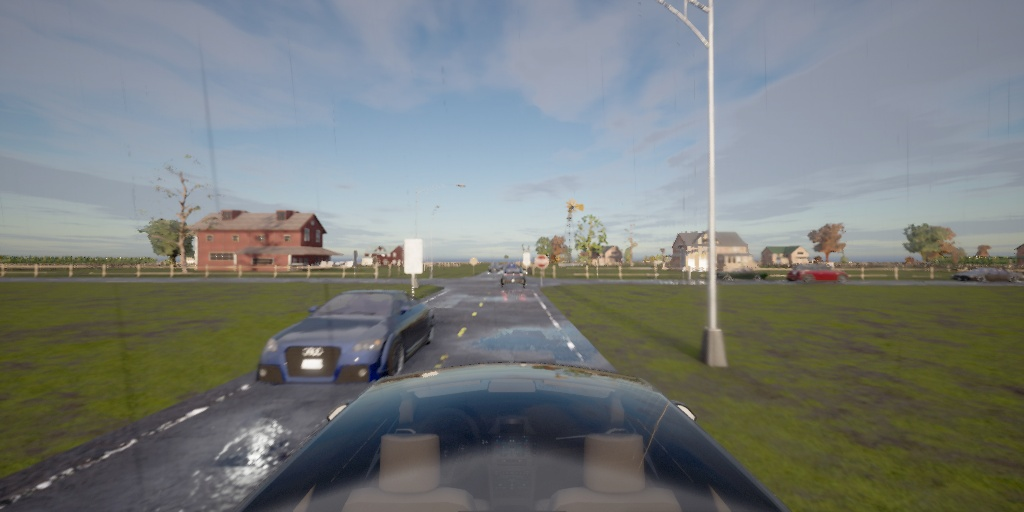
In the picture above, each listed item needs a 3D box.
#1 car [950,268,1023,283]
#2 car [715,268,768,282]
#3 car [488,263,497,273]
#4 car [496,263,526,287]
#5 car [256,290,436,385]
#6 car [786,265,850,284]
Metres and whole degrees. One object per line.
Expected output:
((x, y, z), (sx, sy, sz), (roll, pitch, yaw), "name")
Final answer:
((47.070, 1.914, 35.518), (5.357, 1.411, 2.033), (0, -1, 1), "car")
((22.558, 1.855, 35.776), (4.718, 1.301, 1.895), (0, -1, 0), "car")
((-2.824, 1.960, 59.026), (1.837, 1.490, 4.892), (0, -1, 0), "car")
((0.084, 1.564, 27.646), (2.128, 1.511, 4.902), (0, -1, 0), "car")
((-2.845, 1.382, 7.111), (1.994, 1.385, 4.181), (0, -1, 0), "car")
((27.960, 1.598, 32.790), (4.553, 1.767, 2.097), (0, -1, 0), "car")
